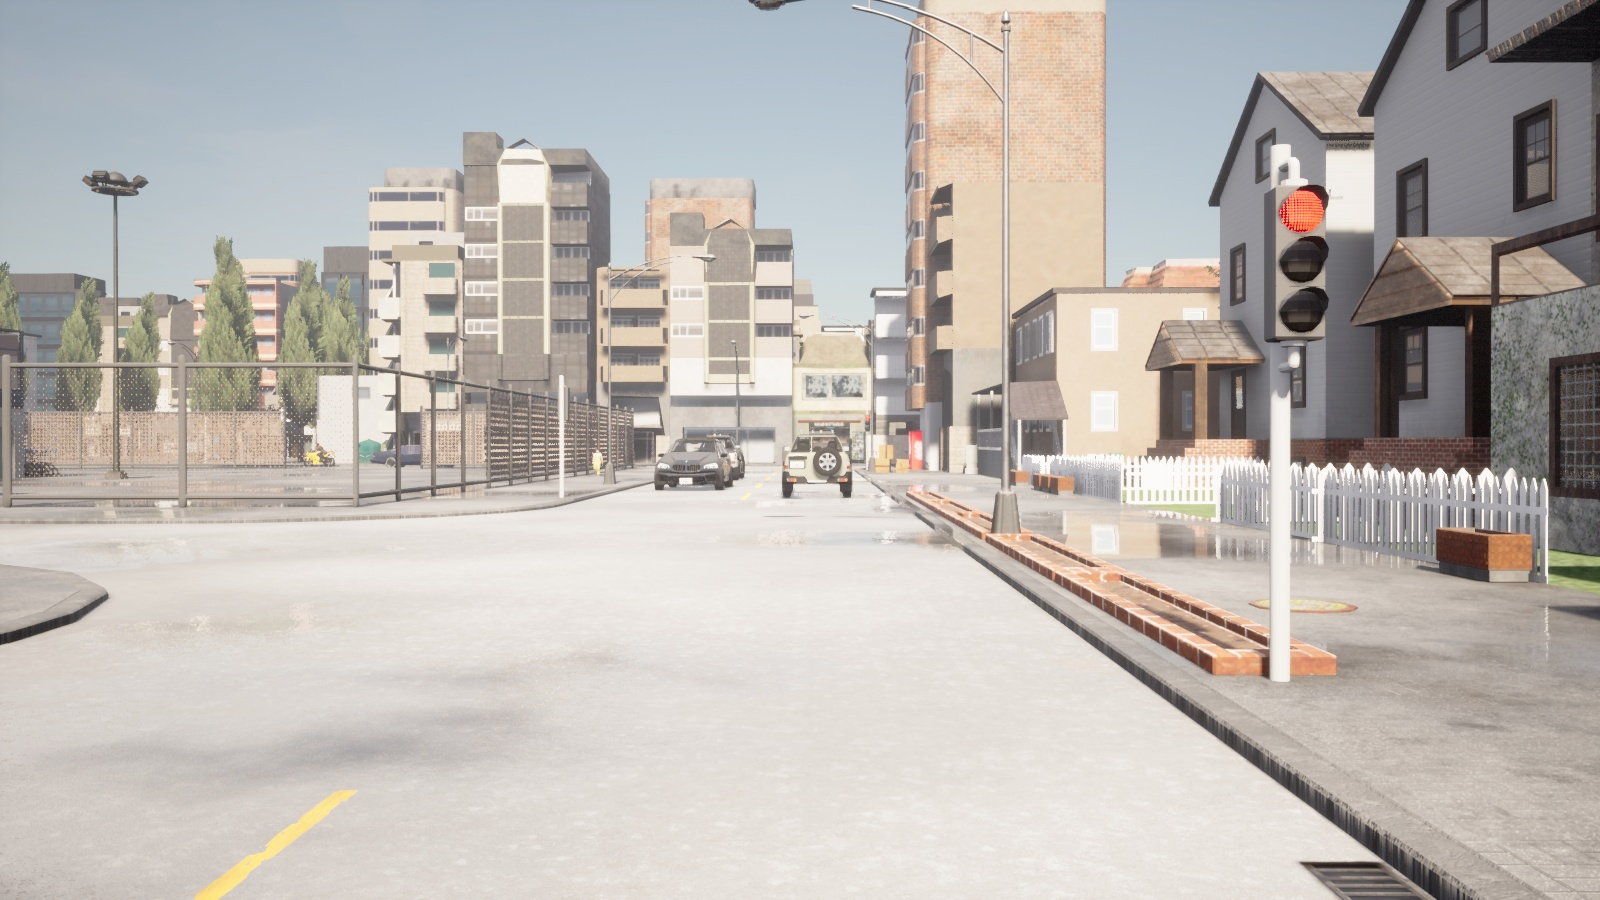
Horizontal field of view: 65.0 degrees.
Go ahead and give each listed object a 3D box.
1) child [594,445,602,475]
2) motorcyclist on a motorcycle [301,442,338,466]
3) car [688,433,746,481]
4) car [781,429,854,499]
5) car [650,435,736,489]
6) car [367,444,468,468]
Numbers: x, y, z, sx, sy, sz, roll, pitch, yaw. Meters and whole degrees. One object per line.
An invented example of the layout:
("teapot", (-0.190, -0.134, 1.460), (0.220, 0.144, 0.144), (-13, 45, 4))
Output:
("child", (-8.602, 0.428, 53.393), (0.270, 1.263, 0.437), (0, 0, 1))
("motorcyclist on a motorcycle", (-30.227, 0.258, 78.965), (2.044, 1.523, 0.797), (0, 0, 1))
("car", (-3.313, 0.273, 50.980), (1.932, 1.855, 4.605), (0, 0, 2))
("car", (0.477, 0.362, 35.633), (1.932, 1.855, 4.605), (0, 0, 1))
("car", (-3.419, 0.357, 41.005), (2.242, 1.667, 4.611), (0, 0, 2))
("car", (-22.766, 0.353, 74.878), (5.357, 1.411, 2.033), (0, 0, 1))
